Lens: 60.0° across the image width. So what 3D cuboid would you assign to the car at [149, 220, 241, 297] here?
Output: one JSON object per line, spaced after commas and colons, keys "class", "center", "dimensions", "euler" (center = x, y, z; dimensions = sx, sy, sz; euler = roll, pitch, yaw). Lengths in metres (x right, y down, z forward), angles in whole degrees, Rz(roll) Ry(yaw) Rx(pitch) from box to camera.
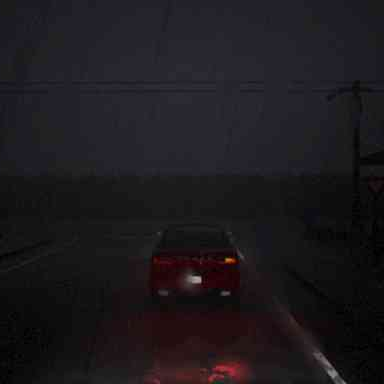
{"class": "car", "center": [0.065, 1.472, 8.632], "dimensions": [1.882, 1.535, 5.008], "euler": [0, 0, 0]}
